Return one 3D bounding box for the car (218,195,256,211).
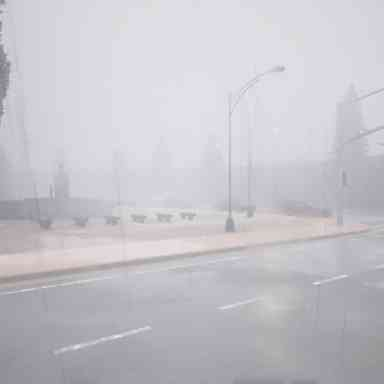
[{"bbox_3d":[5.660,1.352,42.449,2.097,1.767,4.553,0,0,-42],"label":"car"}]

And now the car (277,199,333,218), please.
[{"bbox_3d":[10.496,1.526,30.430,1.812,1.442,4.674,0,0,-35],"label":"car"}]

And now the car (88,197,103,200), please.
[{"bbox_3d":[-19.303,1.601,64.099,4.718,1.301,1.895,0,0,10],"label":"car"}]

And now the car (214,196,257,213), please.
[{"bbox_3d":[4.862,1.547,38.142,2.033,1.411,5.357,0,0,-38],"label":"car"}]

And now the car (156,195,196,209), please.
[{"bbox_3d":[-2.122,1.505,45.187,4.892,1.490,1.837,0,0,38],"label":"car"}]

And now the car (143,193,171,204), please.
[{"bbox_3d":[-6.226,1.218,60.142,5.566,2.045,2.150,0,0,24],"label":"car"}]

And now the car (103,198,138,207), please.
[{"bbox_3d":[-10.641,1.601,50.517,4.718,1.301,1.895,0,0,25],"label":"car"}]
